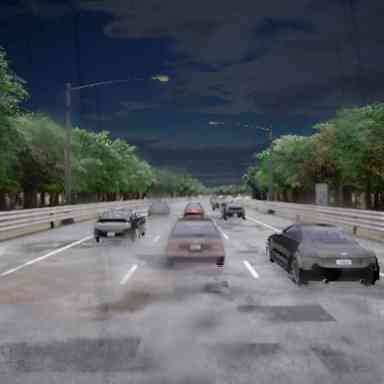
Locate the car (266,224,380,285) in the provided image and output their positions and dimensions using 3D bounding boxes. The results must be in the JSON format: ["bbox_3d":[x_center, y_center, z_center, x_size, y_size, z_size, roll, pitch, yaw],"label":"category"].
[{"bbox_3d":[3.500,1.598,9.661,1.994,1.385,4.181,0,0,0],"label":"car"}]

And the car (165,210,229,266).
[{"bbox_3d":[0.100,1.601,11.765,2.033,1.411,5.357,0,0,0],"label":"car"}]

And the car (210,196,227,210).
[{"bbox_3d":[3.924,1.659,47.514,2.097,1.767,4.553,0,-1,2],"label":"car"}]

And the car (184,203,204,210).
[{"bbox_3d":[0.234,1.764,33.908,1.994,1.385,4.181,0,0,1],"label":"car"}]

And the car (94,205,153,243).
[{"bbox_3d":[-3.397,1.571,16.392,2.128,1.511,4.902,0,0,0],"label":"car"}]

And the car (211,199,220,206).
[{"bbox_3d":[4.604,2.029,65.353,1.812,1.442,4.674,0,-1,3],"label":"car"}]

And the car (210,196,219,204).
[{"bbox_3d":[5.941,2.039,88.200,2.150,2.045,5.566,0,-1,4],"label":"car"}]

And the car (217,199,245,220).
[{"bbox_3d":[3.571,1.652,29.666,1.837,1.490,4.892,0,0,1],"label":"car"}]

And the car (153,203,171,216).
[{"bbox_3d":[-3.267,1.763,33.826,1.994,1.385,4.181,0,0,1],"label":"car"}]

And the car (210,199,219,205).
[{"bbox_3d":[5.235,2.261,77.310,1.895,1.301,4.718,0,-1,3],"label":"car"}]
